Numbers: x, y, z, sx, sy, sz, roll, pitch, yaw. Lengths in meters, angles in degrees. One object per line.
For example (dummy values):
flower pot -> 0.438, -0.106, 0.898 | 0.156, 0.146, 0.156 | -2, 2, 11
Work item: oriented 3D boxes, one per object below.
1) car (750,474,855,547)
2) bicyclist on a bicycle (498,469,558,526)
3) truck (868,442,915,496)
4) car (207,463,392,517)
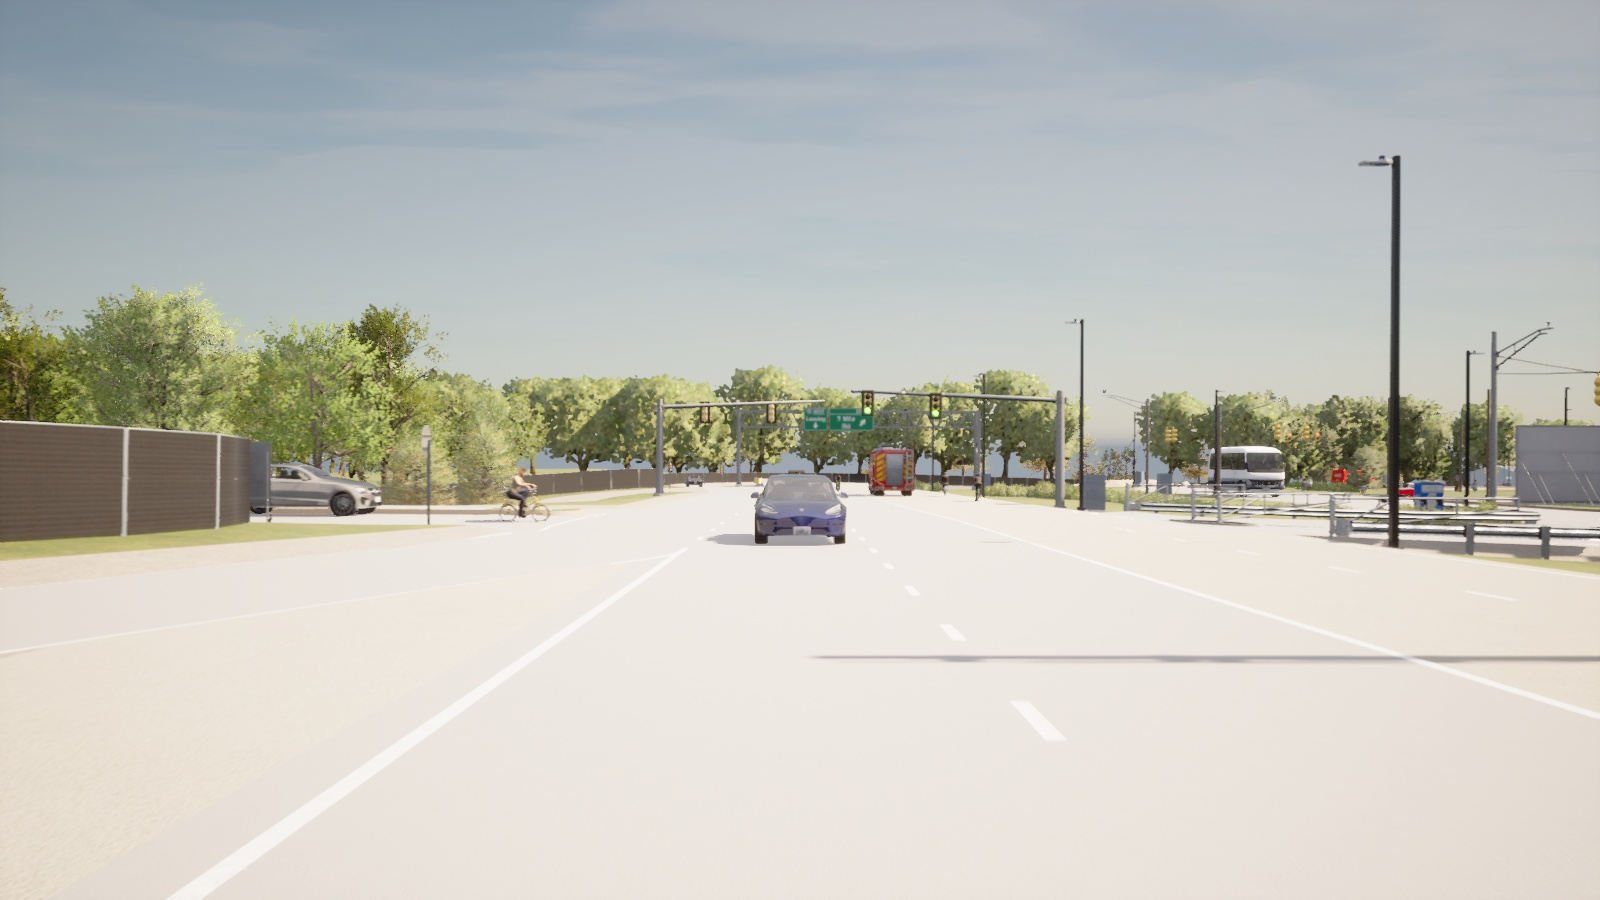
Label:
car -> -0.018, 1.287, 28.263 | 2.163, 1.488, 4.792 | 0, -1, -1
bicyclist on a bicycle -> -7.892, 1.360, 36.443 | 1.509, 1.612, 0.866 | 0, 0, 4
truck -> 6.769, 1.431, 94.296 | 2.891, 3.827, 8.468 | 0, -1, 0
car -> -15.844, 1.243, 39.981 | 5.027, 1.651, 2.152 | 0, -1, 0
